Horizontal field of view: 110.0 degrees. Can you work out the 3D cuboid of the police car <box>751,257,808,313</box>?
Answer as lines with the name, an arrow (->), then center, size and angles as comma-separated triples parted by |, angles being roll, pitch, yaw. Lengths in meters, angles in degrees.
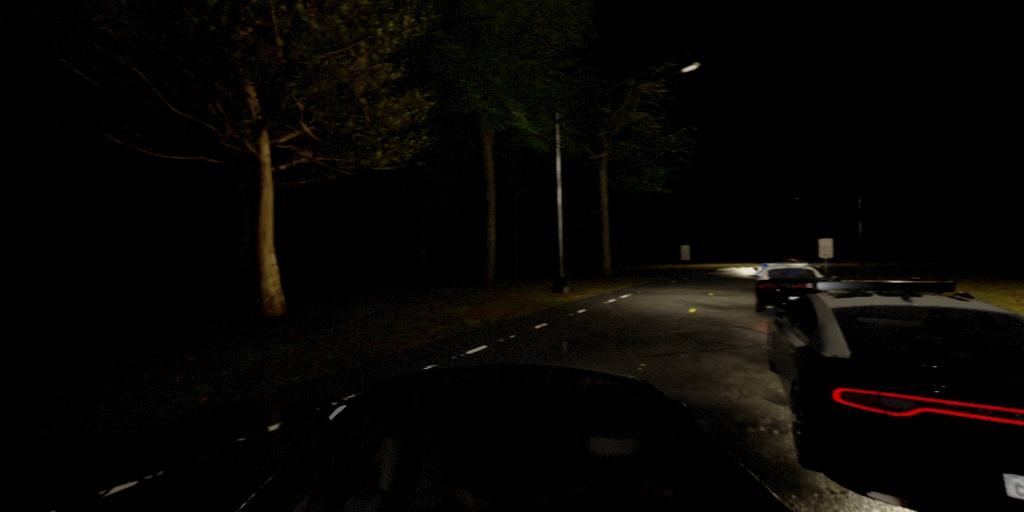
police car -> 9.586, 1.000, 12.484 | 1.930, 1.638, 5.238 | -2, -1, 34

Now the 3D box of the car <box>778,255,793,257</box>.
car -> 26.495, 0.868, 35.879 | 1.837, 1.490, 4.892 | -2, -1, 42

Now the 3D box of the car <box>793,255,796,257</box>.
car -> 34.177, 0.626, 44.235 | 4.553, 1.767, 2.097 | -1, -1, -44

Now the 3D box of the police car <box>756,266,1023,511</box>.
police car -> 4.240, 1.069, 4.180 | 1.930, 1.638, 5.238 | -2, -1, 31
